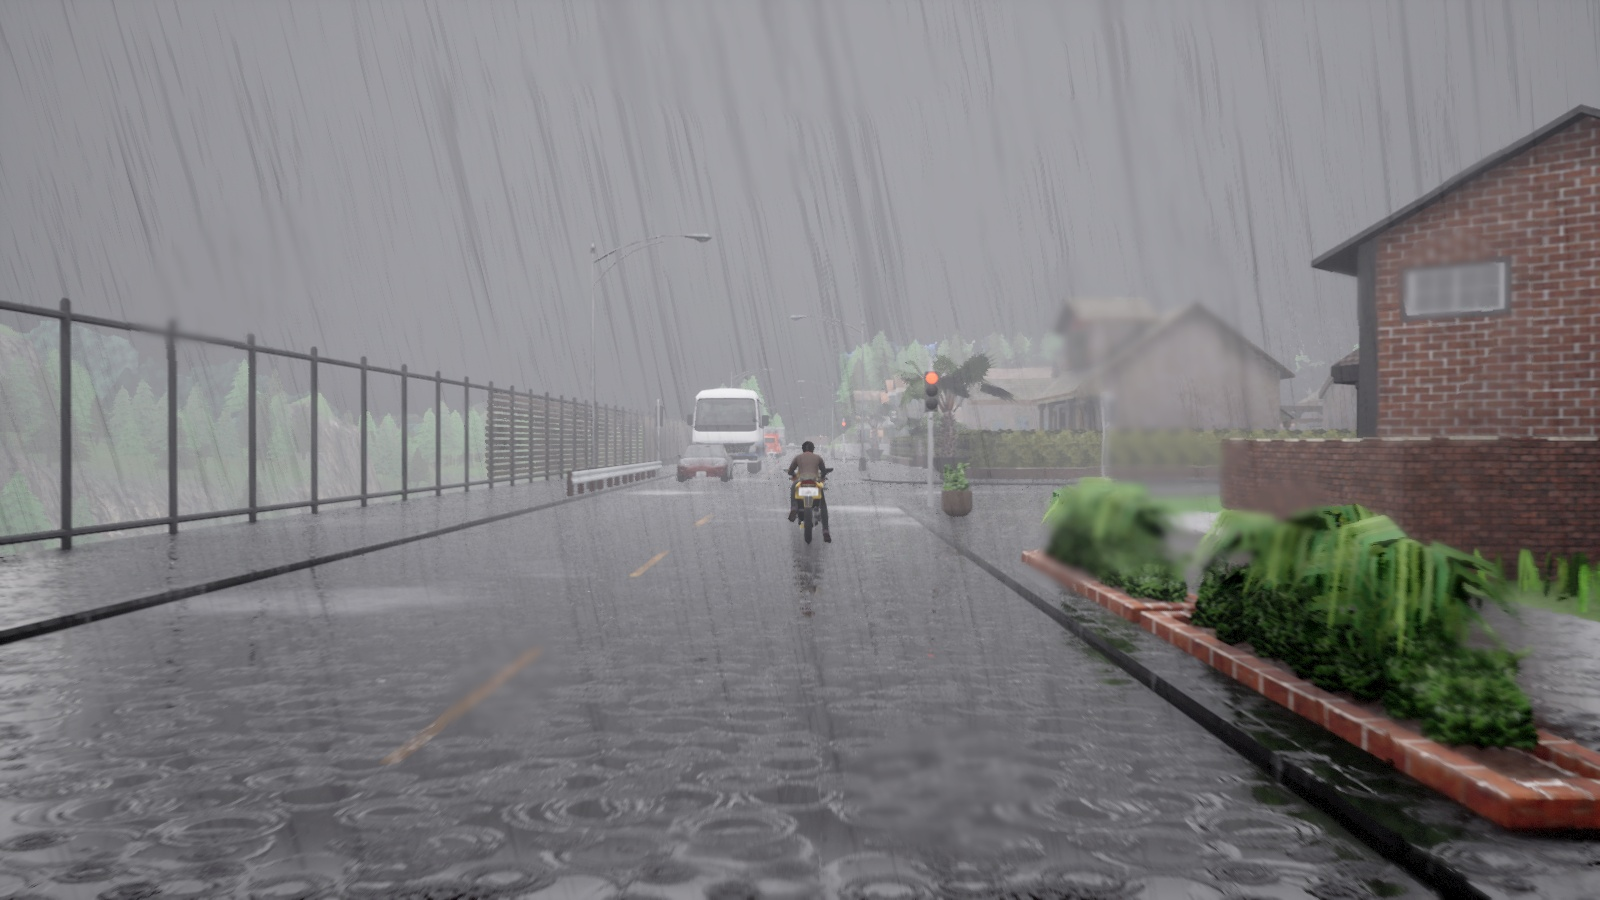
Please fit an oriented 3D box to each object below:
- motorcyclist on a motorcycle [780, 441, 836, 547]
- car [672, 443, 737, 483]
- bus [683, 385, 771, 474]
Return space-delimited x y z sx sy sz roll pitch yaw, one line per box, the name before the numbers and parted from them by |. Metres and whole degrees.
motorcyclist on a motorcycle | 0.124 0.621 19.031 0.797 1.523 2.044 0 0 0
car | -3.703 0.465 49.368 2.163 1.488 4.792 0 0 0
bus | -3.608 -1.000 65.105 3.944 4.253 10.273 0 0 0
